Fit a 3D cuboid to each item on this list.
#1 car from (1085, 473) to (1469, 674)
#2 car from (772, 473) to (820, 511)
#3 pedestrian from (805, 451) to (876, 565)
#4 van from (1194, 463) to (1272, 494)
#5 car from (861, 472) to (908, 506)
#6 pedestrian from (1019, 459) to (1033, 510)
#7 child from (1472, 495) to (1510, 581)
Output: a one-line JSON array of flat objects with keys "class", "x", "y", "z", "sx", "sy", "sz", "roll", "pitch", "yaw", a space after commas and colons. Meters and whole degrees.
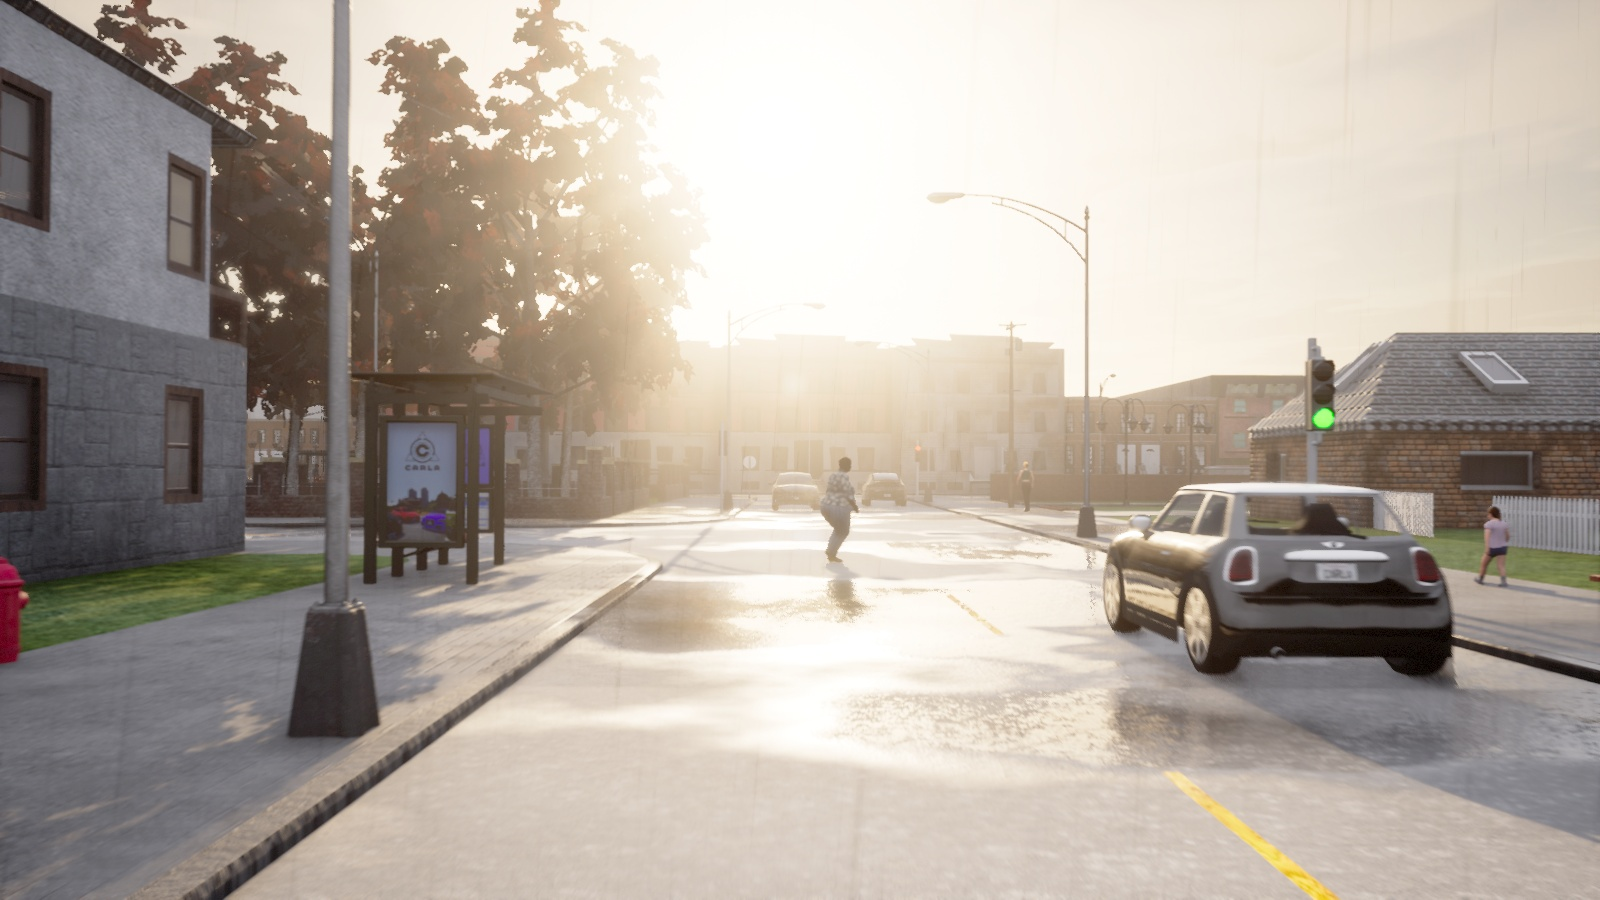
[{"class": "car", "x": 3.969, "y": 0.952, "z": 11.218, "sx": 1.970, "sy": 1.475, "sz": 3.806, "roll": 0, "pitch": -1, "yaw": 0}, {"class": "car", "x": -0.199, "y": 1.680, "z": 51.376, "sx": 1.837, "sy": 1.490, "sz": 4.892, "roll": 0, "pitch": -1, "yaw": -2}, {"class": "pedestrian", "x": 0.681, "y": 0.956, "z": 21.153, "sx": 0.900, "sy": 1.855, "sz": 0.874, "roll": 0, "pitch": -1, "yaw": -24}, {"class": "van", "x": 27.940, "y": 1.815, "z": 81.087, "sx": 4.442, "sy": 1.987, "sz": 1.775, "roll": 0, "pitch": -1, "yaw": 0}, {"class": "car", "x": 3.856, "y": 1.776, "z": 58.045, "sx": 1.837, "sy": 1.490, "sz": 4.892, "roll": 0, "pitch": -1, "yaw": 0}, {"class": "pedestrian", "x": 8.268, "y": 1.261, "z": 45.966, "sx": 0.345, "sy": 1.836, "sz": 0.594, "roll": 0, "pitch": -1, "yaw": -5}, {"class": "child", "x": 9.046, "y": 1.144, "z": 16.448, "sx": 0.255, "sy": 1.110, "sz": 0.394, "roll": 0, "pitch": -1, "yaw": -2}]
